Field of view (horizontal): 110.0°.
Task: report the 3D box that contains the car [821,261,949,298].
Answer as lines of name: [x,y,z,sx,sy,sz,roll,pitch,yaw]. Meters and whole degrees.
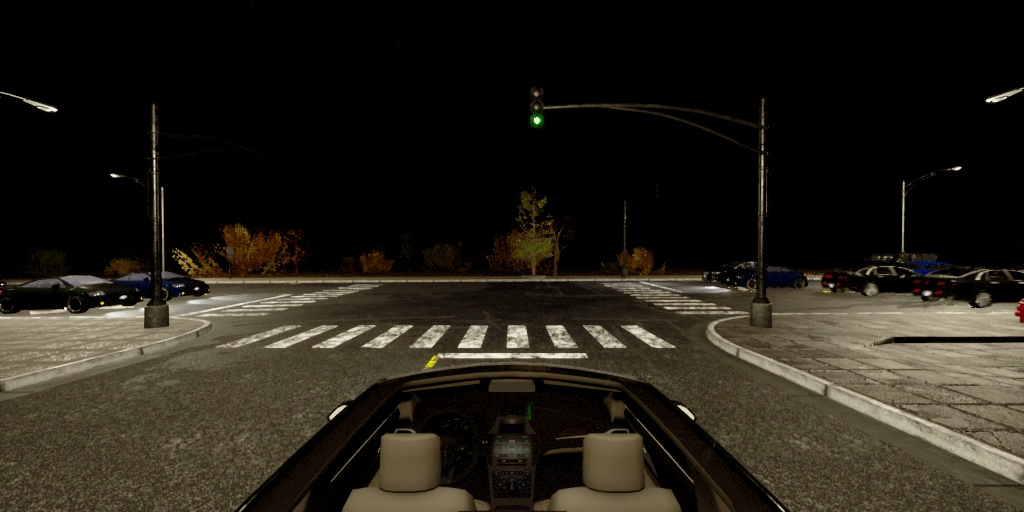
car: [17.826,1.153,17.280,4.892,1.490,1.837,0,1,0]

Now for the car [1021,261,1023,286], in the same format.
car: [32.884,1.040,20.602,4.674,1.442,1.812,0,1,0]

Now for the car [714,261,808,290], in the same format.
car: [14.504,1.189,20.759,4.181,1.385,1.994,0,1,0]

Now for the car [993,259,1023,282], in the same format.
car: [35.894,0.948,23.814,4.902,1.511,2.128,0,1,1]

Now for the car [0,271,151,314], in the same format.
car: [-17.512,1.479,14.329,4.181,1.385,1.994,0,1,0]

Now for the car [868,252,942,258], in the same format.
car: [25.413,0.740,23.912,5.566,2.045,2.150,0,1,1]

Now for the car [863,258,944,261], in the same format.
car: [23.482,1.048,20.680,5.008,1.535,1.882,0,1,0]

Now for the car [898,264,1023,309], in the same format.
car: [18.675,1.189,14.023,4.892,1.490,1.837,-1,1,0]

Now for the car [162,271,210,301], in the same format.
car: [-17.454,1.438,17.573,4.181,1.385,1.994,0,1,0]

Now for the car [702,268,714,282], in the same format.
car: [15.387,1.070,24.001,4.902,1.511,2.128,0,1,1]

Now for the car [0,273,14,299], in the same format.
car: [-28.195,1.547,17.670,4.718,1.301,1.895,0,1,0]
